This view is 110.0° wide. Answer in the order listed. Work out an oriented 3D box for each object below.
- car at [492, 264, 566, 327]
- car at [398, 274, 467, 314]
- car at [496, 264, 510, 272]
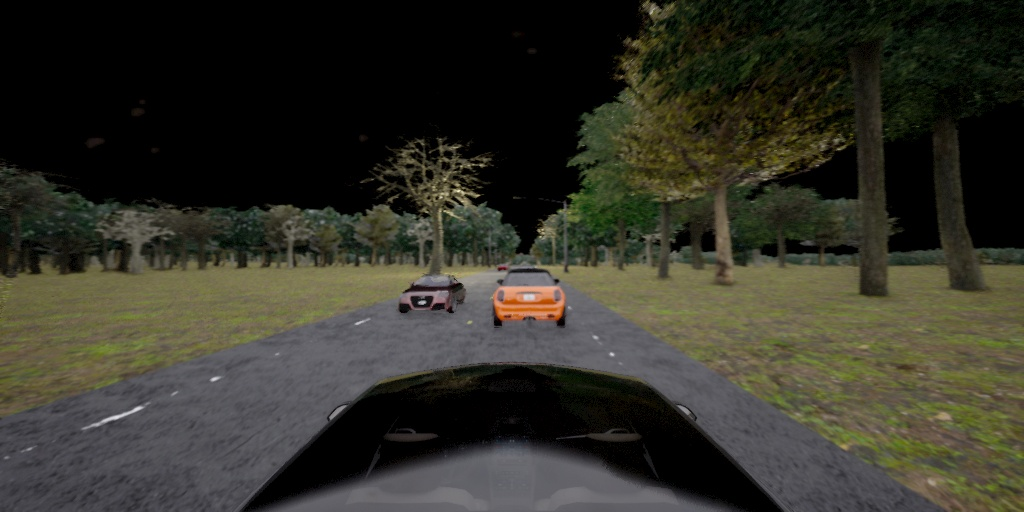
[{"bbox_3d":[0.550,1.175,12.015,2.097,1.767,4.553,-1,0,2],"label":"car"},{"bbox_3d":[-3.058,1.442,14.455,1.994,1.385,4.181,-1,0,2],"label":"car"},{"bbox_3d":[-1.383,1.905,57.751,1.895,1.301,4.718,-1,-1,3],"label":"car"}]
